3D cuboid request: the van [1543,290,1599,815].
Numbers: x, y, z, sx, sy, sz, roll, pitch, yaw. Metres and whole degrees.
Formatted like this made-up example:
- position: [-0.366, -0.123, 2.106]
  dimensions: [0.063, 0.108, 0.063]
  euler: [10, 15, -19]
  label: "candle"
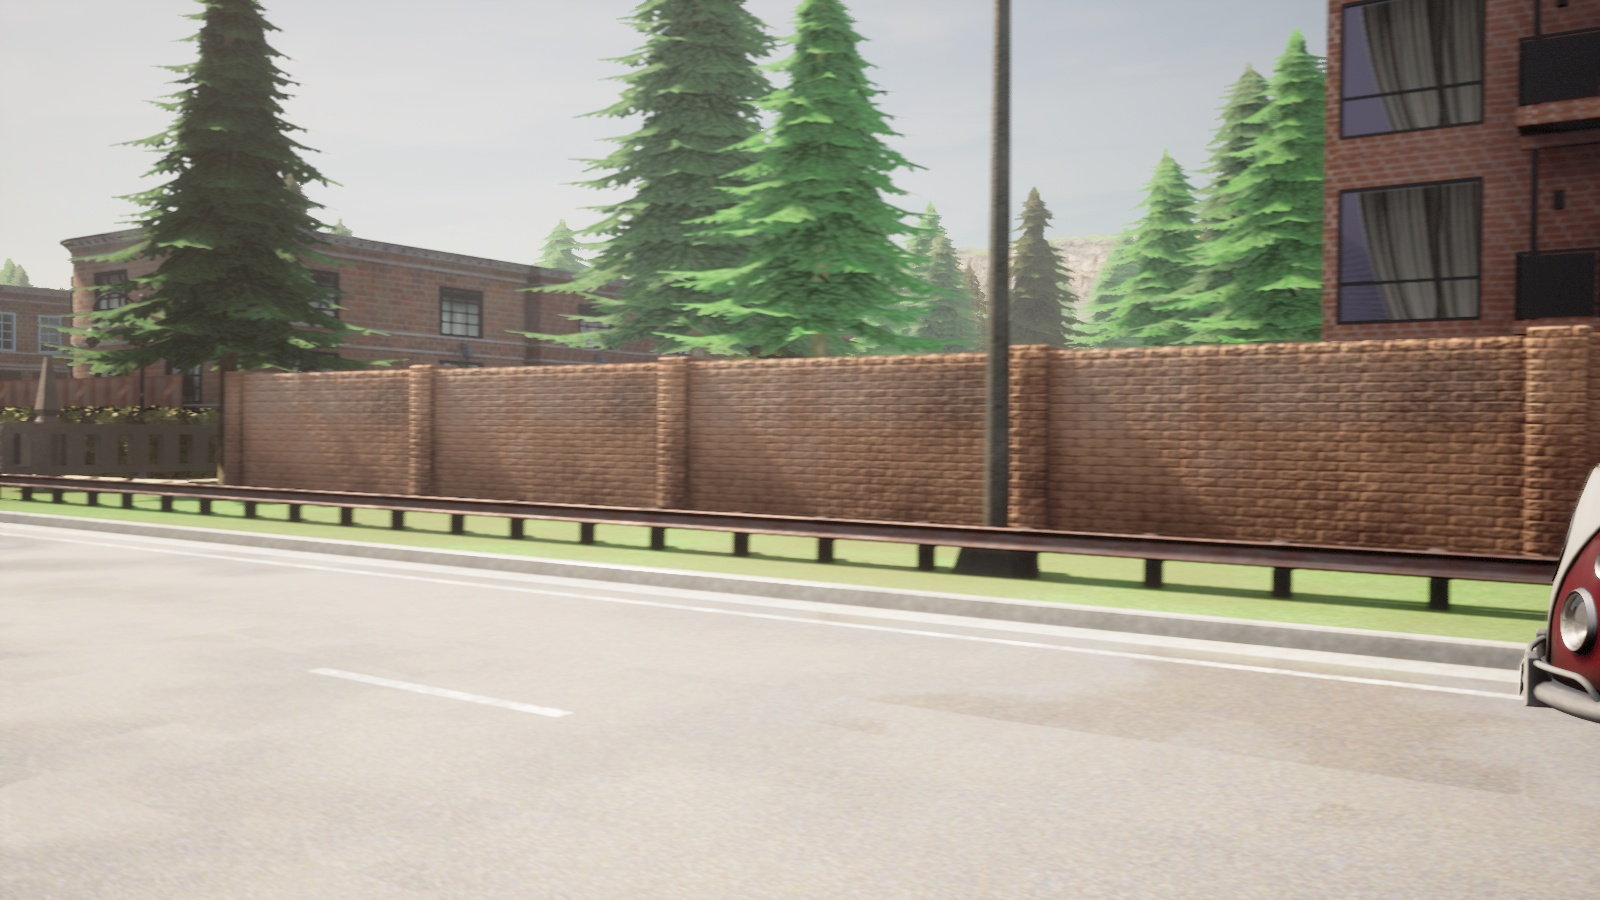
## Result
- position: [5.211, 0.377, 4.358]
  dimensions: [4.442, 1.987, 1.775]
  euler: [0, 1, 34]
  label: "van"
